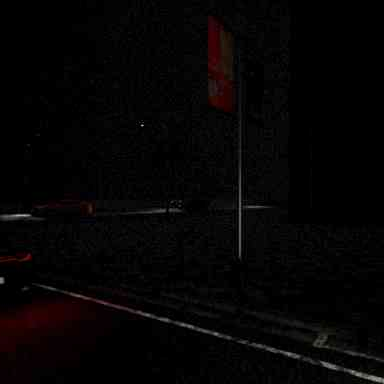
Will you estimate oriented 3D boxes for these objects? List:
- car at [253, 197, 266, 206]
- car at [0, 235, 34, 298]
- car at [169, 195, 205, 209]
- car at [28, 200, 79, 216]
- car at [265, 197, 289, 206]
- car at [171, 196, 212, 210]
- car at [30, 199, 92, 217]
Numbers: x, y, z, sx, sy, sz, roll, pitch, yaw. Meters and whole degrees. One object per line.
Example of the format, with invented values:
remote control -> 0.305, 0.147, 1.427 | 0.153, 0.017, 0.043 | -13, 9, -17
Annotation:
car -> 12.206, 1.490, 55.841 | 4.674, 1.442, 1.812 | 0, 0, -42
car -> -5.609, 1.476, 7.399 | 5.008, 1.535, 1.882 | 0, 0, 33
car -> -0.678, 1.292, 44.533 | 4.553, 1.767, 2.097 | 0, 0, -41
car -> -13.700, 1.490, 32.990 | 4.181, 1.385, 1.994 | 0, 0, -42
car -> 14.340, 1.630, 53.390 | 4.718, 1.301, 1.895 | 0, 0, -42
car -> 0.329, 1.442, 41.085 | 4.902, 1.511, 2.128 | 0, 0, -42
car -> -11.708, 1.418, 30.406 | 5.008, 1.535, 1.882 | 0, 0, -43
